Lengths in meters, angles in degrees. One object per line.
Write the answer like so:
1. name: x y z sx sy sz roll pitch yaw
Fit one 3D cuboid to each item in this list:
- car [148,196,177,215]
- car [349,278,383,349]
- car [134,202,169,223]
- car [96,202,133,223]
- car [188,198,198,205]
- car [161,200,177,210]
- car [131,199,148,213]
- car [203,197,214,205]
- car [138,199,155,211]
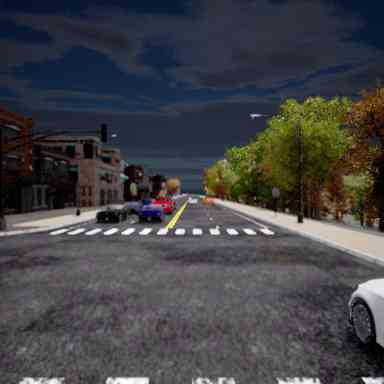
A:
1. car: -3.237 1.436 37.520 2.150 2.045 5.566 0 0 0
2. car: 3.382 1.539 3.333 1.812 1.442 4.674 0 0 0
3. car: -3.248 1.759 27.627 1.895 1.301 4.718 0 0 0
4. car: -6.497 1.765 27.631 1.895 1.301 4.718 0 0 0
5. car: 0.163 1.905 68.049 1.812 1.442 4.674 0 0 0
6. car: -3.197 1.834 47.568 1.994 1.385 4.181 0 0 1
7. car: -6.484 1.766 37.417 2.033 1.411 5.357 0 0 0
8. car: 3.412 1.727 67.926 2.097 1.767 4.553 0 0 0
9. car: -6.447 1.801 47.455 1.812 1.442 4.674 0 0 0
